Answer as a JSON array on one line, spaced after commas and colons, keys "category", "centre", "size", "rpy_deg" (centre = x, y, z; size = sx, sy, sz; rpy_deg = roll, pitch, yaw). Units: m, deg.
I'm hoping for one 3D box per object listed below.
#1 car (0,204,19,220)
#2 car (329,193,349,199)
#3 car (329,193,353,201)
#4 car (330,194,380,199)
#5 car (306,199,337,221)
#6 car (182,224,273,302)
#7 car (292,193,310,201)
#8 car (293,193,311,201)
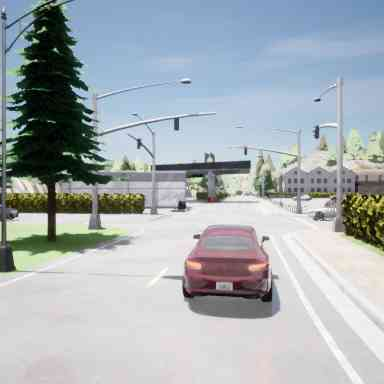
[{"category": "car", "centre": [-16.205, 1.491, 26.282], "size": [4.902, 1.511, 2.128], "rpy_deg": [0, 0, 9]}, {"category": "car", "centre": [19.533, 1.330, 42.034], "size": [5.027, 1.636, 2.152], "rpy_deg": [0, 0, 9]}, {"category": "car", "centre": [33.290, 1.097, 74.560], "size": [4.605, 1.855, 1.932], "rpy_deg": [0, 0, 9]}, {"category": "car", "centre": [19.087, 1.339, 38.929], "size": [4.514, 1.523, 2.007], "rpy_deg": [0, 0, 9]}, {"category": "car", "centre": [11.470, 1.526, 26.004], "size": [4.674, 1.442, 1.812], "rpy_deg": [0, 0, 11]}, {"category": "car", "centre": [0.941, 1.526, 8.249], "size": [1.812, 1.442, 4.674], "rpy_deg": [0, 0, 9]}, {"category": "car", "centre": [24.912, 1.361, 75.867], "size": [3.806, 1.475, 1.970], "rpy_deg": [0, 0, 9]}, {"category": "car", "centre": [26.042, 1.077, 79.052], "size": [3.866, 1.878, 1.905], "rpy_deg": [0, 0, 9]}]
